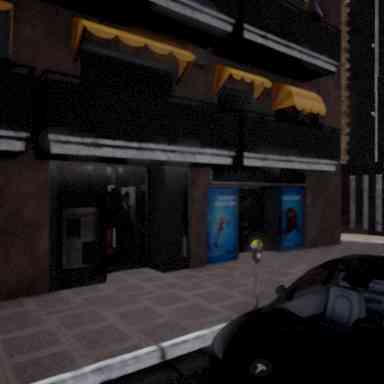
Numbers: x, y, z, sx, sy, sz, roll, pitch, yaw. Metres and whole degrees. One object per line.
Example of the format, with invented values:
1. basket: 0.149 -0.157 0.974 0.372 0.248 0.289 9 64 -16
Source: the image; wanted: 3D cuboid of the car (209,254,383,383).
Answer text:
1. car: 2.201 1.553 4.085 4.313 1.339 1.947 0 0 -36
